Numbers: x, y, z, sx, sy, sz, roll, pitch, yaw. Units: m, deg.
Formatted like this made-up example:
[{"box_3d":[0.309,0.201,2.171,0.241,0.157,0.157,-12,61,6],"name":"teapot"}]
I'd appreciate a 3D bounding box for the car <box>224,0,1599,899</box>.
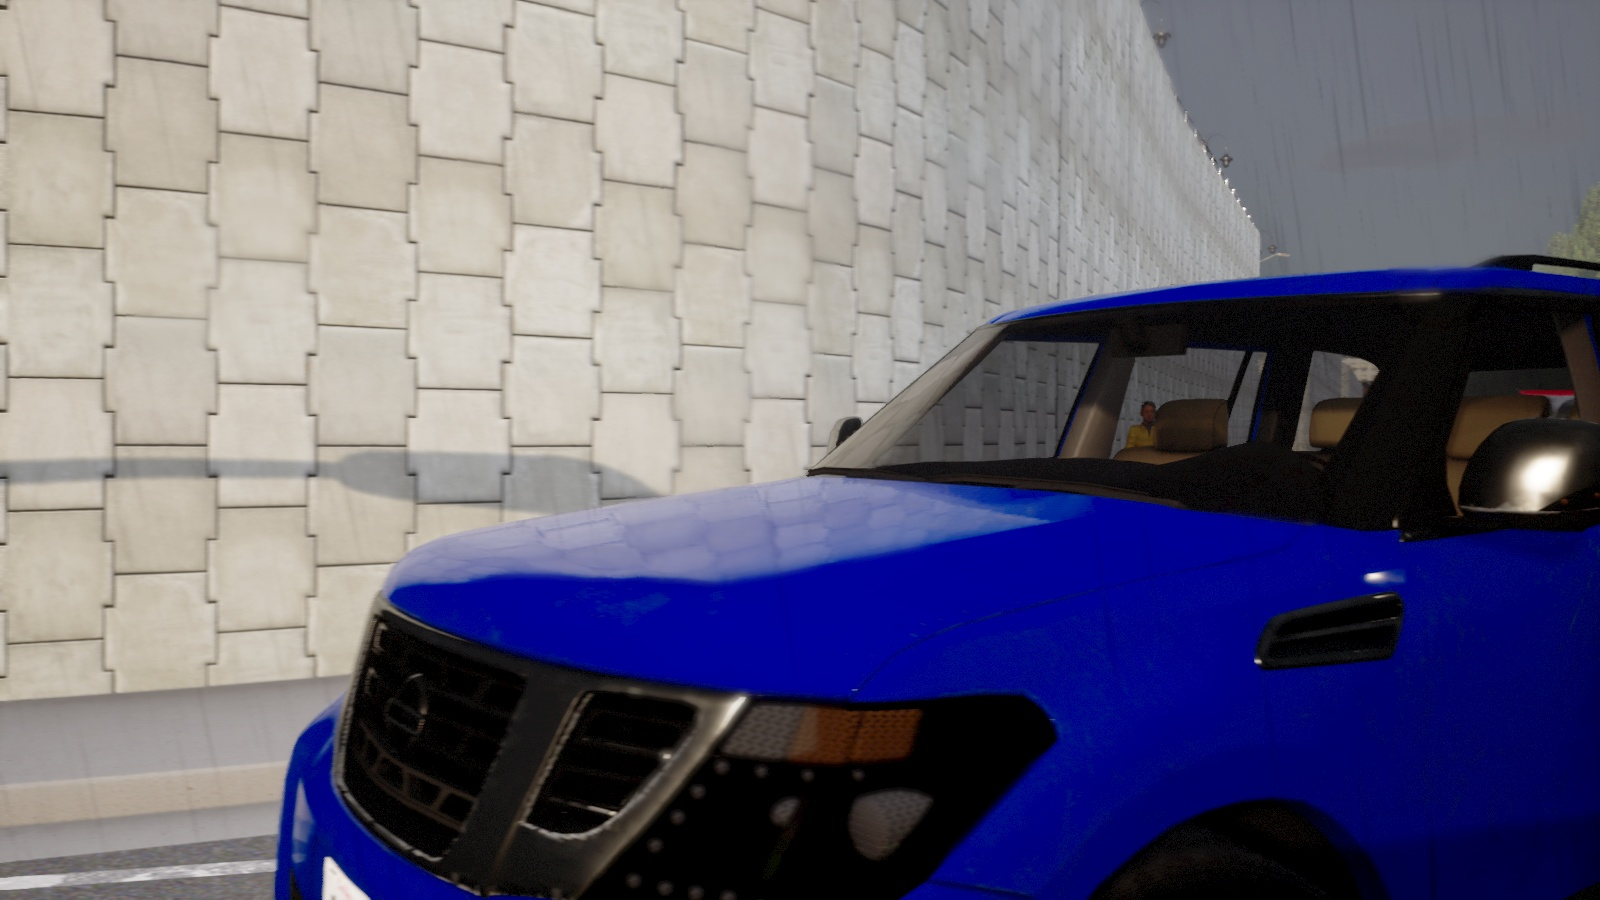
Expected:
[{"box_3d":[1.489,0.441,3.826,5.566,2.045,2.150,-1,1,-35],"name":"car"}]
